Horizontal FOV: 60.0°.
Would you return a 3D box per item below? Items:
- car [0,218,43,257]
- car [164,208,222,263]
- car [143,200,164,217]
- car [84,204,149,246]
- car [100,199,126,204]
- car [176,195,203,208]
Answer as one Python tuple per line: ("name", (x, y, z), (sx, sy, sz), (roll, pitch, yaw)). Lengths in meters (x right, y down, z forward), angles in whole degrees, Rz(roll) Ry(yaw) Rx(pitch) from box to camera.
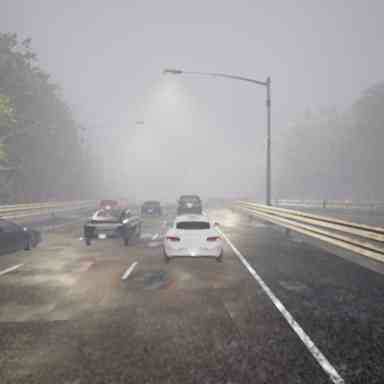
("car", (-6.958, 1.556, 11.011), (2.033, 1.411, 5.357), (0, 0, 0))
("car", (0.029, 1.533, 11.942), (1.812, 1.442, 4.674), (0, 0, 0))
("car", (-3.779, 1.517, 32.411), (1.882, 1.535, 5.008), (0, 0, -1))
("car", (-3.502, 1.503, 15.336), (2.128, 1.511, 4.902), (0, 0, -1))
("car", (-7.245, 1.388, 30.605), (2.097, 1.767, 4.553), (0, 0, -1))
("car", (-0.225, 1.254, 29.949), (2.150, 2.045, 5.566), (0, 0, -1))
